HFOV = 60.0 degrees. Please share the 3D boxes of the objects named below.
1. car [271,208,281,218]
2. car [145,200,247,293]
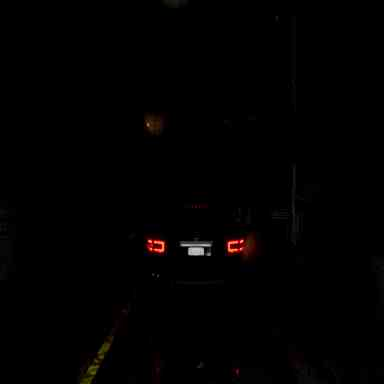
[{"bbox_3d":[9.047,1.588,27.633,4.718,1.301,1.895,0,0,-10],"label":"car"},{"bbox_3d":[0.079,1.222,9.010,2.150,2.045,5.566,0,0,0],"label":"car"}]
